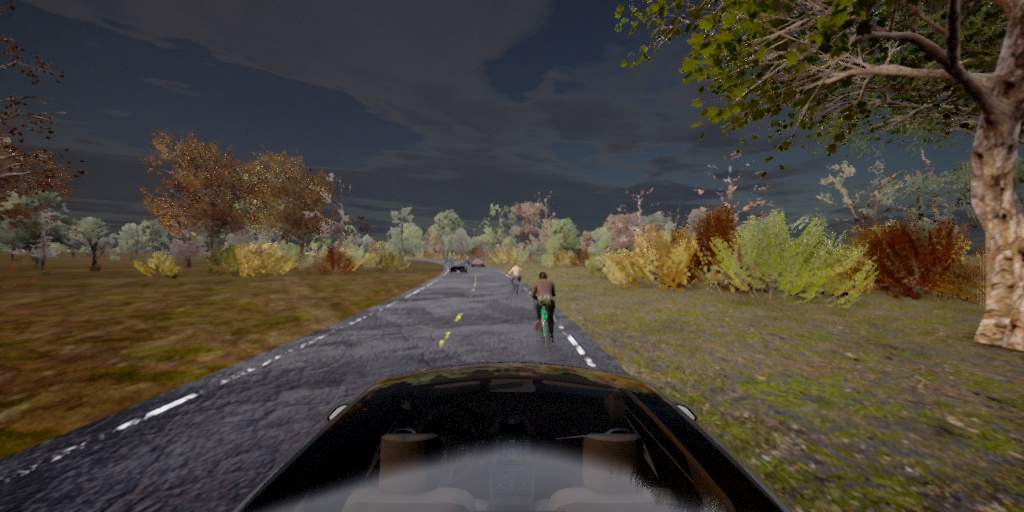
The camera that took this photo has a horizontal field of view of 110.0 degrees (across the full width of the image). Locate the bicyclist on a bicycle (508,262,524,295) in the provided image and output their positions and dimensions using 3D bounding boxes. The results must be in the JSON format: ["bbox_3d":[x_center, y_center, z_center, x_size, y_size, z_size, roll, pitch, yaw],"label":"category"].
[{"bbox_3d":[0.213,1.107,18.169,0.866,1.612,1.509,-1,0,-3],"label":"bicyclist on a bicycle"}]

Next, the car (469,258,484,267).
[{"bbox_3d":[-5.622,1.047,57.197,1.994,1.385,4.181,0,0,-11],"label":"car"}]

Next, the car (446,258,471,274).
[{"bbox_3d":[-5.520,1.181,37.199,1.895,1.301,4.718,0,0,-7],"label":"car"}]

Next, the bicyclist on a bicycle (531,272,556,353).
[{"bbox_3d":[0.701,1.173,7.782,0.582,1.620,1.656,0,0,-1],"label":"bicyclist on a bicycle"}]
